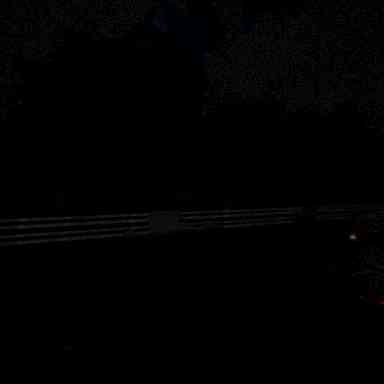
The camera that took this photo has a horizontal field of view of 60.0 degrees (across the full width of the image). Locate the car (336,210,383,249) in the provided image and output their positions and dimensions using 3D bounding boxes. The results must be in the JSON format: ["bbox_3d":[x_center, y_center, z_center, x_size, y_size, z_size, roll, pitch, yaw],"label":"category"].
[{"bbox_3d":[7.903,1.468,13.393,5.008,1.535,1.882,0,0,-33],"label":"car"}]
